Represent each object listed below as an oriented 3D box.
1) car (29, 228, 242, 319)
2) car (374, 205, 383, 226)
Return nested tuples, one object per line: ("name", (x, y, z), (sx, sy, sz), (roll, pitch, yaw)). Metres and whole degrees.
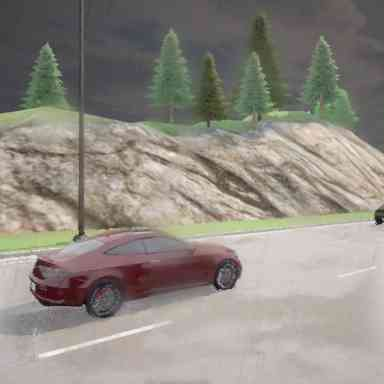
("car", (-0.992, 1.526, 7.343), (4.674, 1.442, 1.812), (0, 0, -36))
("car", (14.190, 1.503, 22.511), (4.892, 1.490, 1.837), (1, 0, -36))
